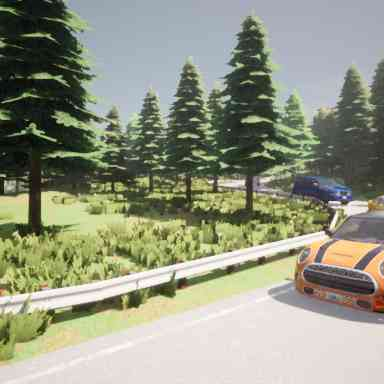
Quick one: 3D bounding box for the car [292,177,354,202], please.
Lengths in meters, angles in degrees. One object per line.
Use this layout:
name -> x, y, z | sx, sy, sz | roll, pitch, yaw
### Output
car -> 10.359, -0.160, 26.822 | 2.150, 2.045, 5.566 | 1, 5, -16

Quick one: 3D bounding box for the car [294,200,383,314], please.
car -> 4.256, 1.261, 7.482 | 4.553, 1.767, 2.097 | -2, 1, -41

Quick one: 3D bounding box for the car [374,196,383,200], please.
car -> 9.907, 0.939, 15.982 | 1.882, 1.535, 5.008 | 0, 4, 16

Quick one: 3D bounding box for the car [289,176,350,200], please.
car -> 12.267, -0.480, 32.478 | 2.150, 2.045, 5.566 | 1, 3, -25

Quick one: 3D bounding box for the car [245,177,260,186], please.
car -> 9.180, -1.969, 50.710 | 2.150, 2.045, 5.566 | 1, 4, 9
